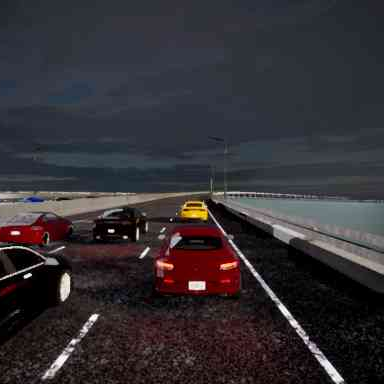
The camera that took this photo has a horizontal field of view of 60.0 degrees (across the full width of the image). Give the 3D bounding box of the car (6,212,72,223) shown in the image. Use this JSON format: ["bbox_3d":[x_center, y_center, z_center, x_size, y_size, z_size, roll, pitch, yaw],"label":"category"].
[{"bbox_3d":[-6.882,1.566,14.958,1.994,1.385,4.181,0,0,0],"label":"car"}]

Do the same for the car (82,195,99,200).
[{"bbox_3d":[-17.072,1.346,55.920,2.097,1.767,4.553,0,0,2],"label":"car"}]

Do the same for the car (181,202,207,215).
[{"bbox_3d":[0.175,1.480,25.890,1.882,1.535,5.008,0,0,0],"label":"car"}]

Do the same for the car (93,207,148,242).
[{"bbox_3d":[-3.377,1.480,16.396,1.882,1.535,5.008,0,0,0],"label":"car"}]

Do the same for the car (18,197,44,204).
[{"bbox_3d":[-24.214,1.478,50.075,1.882,1.535,5.008,0,0,1],"label":"car"}]

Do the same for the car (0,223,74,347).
[{"bbox_3d":[-3.399,1.507,5.075,1.837,1.490,4.892,0,0,0],"label":"car"}]

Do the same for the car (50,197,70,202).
[{"bbox_3d":[-20.667,1.523,52.233,1.812,1.442,4.674,0,0,1],"label":"car"}]

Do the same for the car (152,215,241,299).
[{"bbox_3d":[0.102,1.527,8.314,1.812,1.442,4.674,0,0,0],"label":"car"}]
